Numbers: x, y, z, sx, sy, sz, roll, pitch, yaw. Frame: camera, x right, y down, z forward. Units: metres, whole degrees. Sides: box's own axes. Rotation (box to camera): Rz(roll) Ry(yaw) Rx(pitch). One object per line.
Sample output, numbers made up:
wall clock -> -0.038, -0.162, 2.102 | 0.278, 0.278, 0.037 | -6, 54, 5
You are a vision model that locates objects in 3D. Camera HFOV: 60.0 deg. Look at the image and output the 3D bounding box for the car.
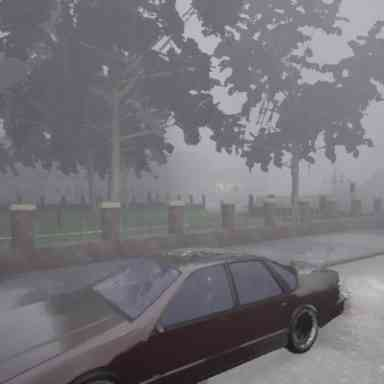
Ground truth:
car -> -0.030, 1.542, 4.552 | 5.357, 1.411, 2.033 | 0, 0, -36
